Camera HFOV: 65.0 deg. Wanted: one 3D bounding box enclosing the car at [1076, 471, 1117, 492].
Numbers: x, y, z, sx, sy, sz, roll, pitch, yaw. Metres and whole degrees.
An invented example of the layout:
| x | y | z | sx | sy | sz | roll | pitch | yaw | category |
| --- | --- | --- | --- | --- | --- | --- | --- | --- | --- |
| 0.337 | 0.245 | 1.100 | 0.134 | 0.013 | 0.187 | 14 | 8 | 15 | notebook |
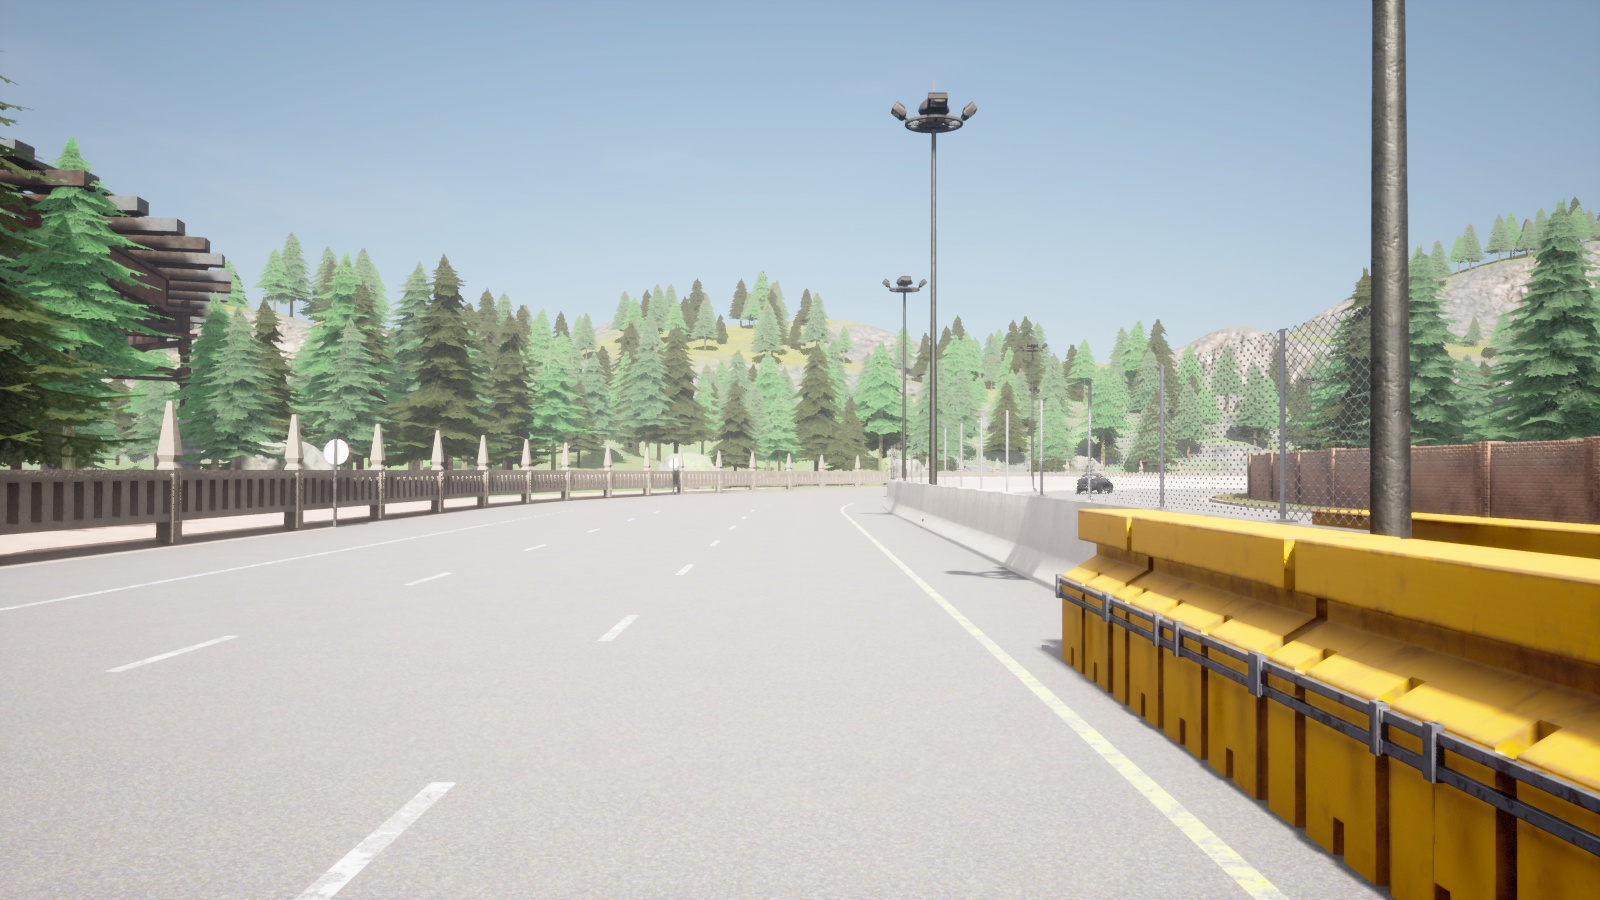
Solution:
| x | y | z | sx | sy | sz | roll | pitch | yaw | category |
| --- | --- | --- | --- | --- | --- | --- | --- | --- | --- |
| 21.434 | 2.262 | 90.746 | 1.816 | 1.474 | 4.193 | -1 | -1 | 28 | car |
